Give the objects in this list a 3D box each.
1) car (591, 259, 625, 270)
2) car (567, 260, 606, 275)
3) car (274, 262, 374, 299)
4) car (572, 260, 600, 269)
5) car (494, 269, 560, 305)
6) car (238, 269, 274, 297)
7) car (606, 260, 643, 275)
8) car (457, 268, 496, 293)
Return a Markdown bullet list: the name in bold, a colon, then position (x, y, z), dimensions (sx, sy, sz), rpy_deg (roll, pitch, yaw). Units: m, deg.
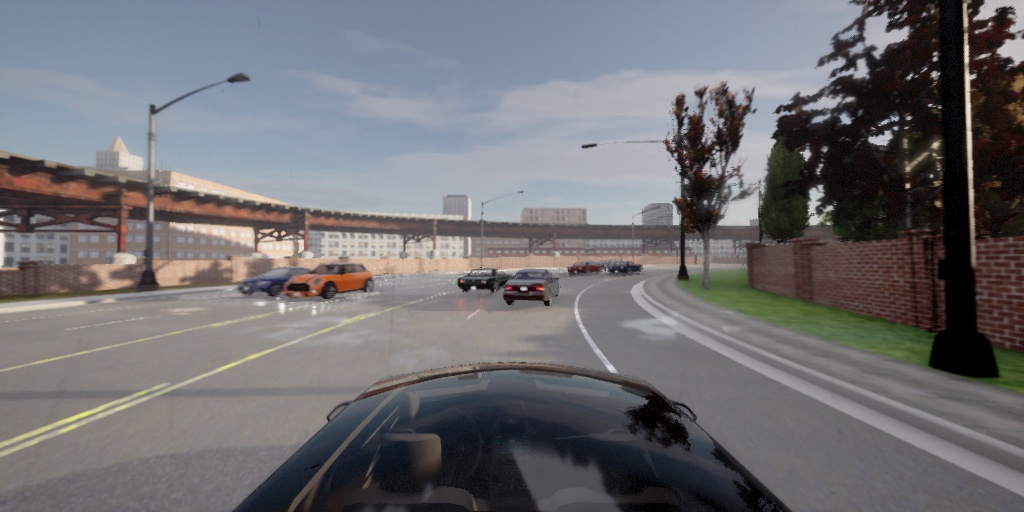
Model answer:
- **car**: position (14.368, 1.249, 53.619), dimensions (5.357, 1.411, 2.033), rpy_deg (-1, -1, -35)
- **car**: position (7.809, 1.284, 38.012), dimensions (1.895, 1.301, 4.718), rpy_deg (-1, 0, 39)
- **car**: position (-9.093, 1.134, 18.180), dimensions (2.097, 1.767, 4.553), rpy_deg (0, 0, 13)
- **car**: position (11.479, 1.333, 55.763), dimensions (4.181, 1.385, 1.994), rpy_deg (0, -1, -37)
- **car**: position (1.017, 1.282, 16.020), dimensions (2.033, 1.411, 5.357), rpy_deg (0, 0, 13)
- **car**: position (-12.357, 1.326, 19.672), dimensions (1.812, 1.442, 4.674), rpy_deg (-1, 0, 14)
- **car**: position (11.948, 1.220, 37.560), dimensions (1.895, 1.301, 4.718), rpy_deg (-1, 0, 42)
- **car**: position (-1.319, 1.346, 20.677), dimensions (1.895, 1.301, 4.718), rpy_deg (0, 0, 17)
